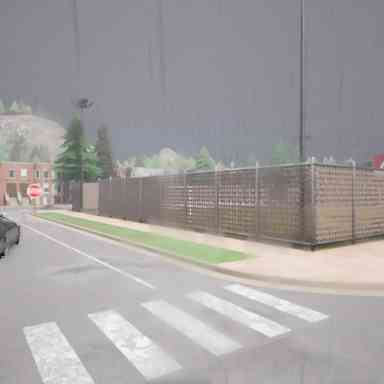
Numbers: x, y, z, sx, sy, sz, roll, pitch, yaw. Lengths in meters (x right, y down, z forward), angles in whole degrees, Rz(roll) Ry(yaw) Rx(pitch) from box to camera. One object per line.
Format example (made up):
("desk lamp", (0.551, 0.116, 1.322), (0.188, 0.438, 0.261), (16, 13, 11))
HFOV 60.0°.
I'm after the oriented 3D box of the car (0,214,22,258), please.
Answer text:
("car", (-7.639, 1.532, 12.322), (2.033, 1.411, 5.357), (0, 0, -20))
